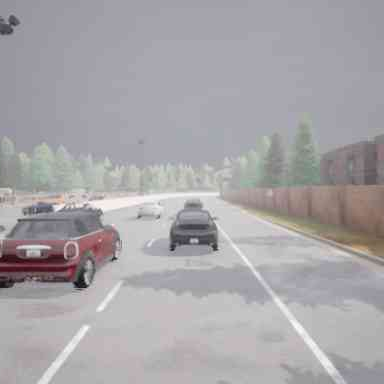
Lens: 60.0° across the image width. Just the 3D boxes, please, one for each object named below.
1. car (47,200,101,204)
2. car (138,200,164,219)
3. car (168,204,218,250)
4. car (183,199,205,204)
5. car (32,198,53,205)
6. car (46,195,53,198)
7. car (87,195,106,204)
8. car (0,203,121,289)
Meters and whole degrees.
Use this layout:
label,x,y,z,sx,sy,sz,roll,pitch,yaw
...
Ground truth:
label,x,y,z,sx,sy,sz,roll,pitch,yaw
car,-6.973,1.429,21.091,2.128,1.511,4.902,0,0,0
car,-3.421,1.442,28.245,1.812,1.442,4.674,0,0,1
car,0.060,1.463,14.057,1.837,1.490,4.892,0,0,0
car,0.160,1.409,32.083,1.837,1.490,4.892,0,0,1
car,-14.042,1.509,31.294,1.895,1.301,4.718,0,0,1
car,-20.580,1.206,49.228,2.097,1.767,4.553,0,0,2
car,-16.830,1.373,59.040,1.837,1.490,4.892,0,0,1
car,-3.412,1.324,9.268,2.097,1.767,4.553,0,0,0
